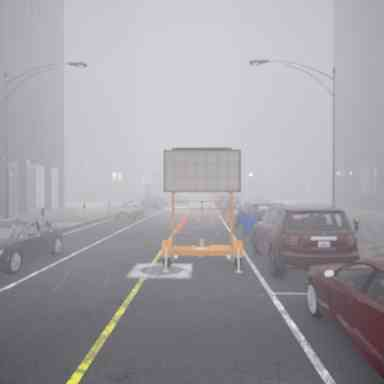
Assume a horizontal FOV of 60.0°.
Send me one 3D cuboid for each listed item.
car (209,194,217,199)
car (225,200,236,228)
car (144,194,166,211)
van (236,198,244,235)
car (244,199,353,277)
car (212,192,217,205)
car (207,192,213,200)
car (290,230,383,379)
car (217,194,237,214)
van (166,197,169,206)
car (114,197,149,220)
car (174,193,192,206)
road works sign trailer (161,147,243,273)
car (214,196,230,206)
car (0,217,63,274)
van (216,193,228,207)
[{"bbox_3d":[5.518,1.132,86.777,1.947,1.339,4.313,0,0,2],"label":"car"},{"bbox_3d":[3.422,1.436,20.974,2.008,1.369,4.403,0,0,2],"label":"car"},{"bbox_3d":[-4.580,1.117,37.826,2.192,1.841,5.009,0,0,2],"label":"car"},{"bbox_3d":[3.246,1.256,15.450,1.690,1.788,3.998,0,0,2],"label":"van"},{"bbox_3d":[3.071,1.259,9.928,2.192,1.841,5.009,0,0,2],"label":"car"},{"bbox_3d":[4.123,1.084,43.063,2.192,1.841,5.009,0,0,2],"label":"car"},{"bbox_3d":[5.337,0.905,81.135,2.192,1.841,5.009,0,0,2],"label":"car"},{"bbox_3d":[2.896,1.518,4.406,1.887,1.381,4.507,0,0,2],"label":"car"},{"bbox_3d":[3.773,1.267,32.019,1.967,1.590,4.097,0,0,2],"label":"car"},{"bbox_3d":[-4.402,1.115,43.348,1.690,1.788,3.998,0,0,2],"label":"van"},{"bbox_3d":[-4.939,1.387,26.613,1.752,1.417,4.829,0,0,2],"label":"car"},{"bbox_3d":[-1.526,1.239,48.368,2.128,1.511,4.902,0,0,2],"label":"car"},{"bbox_3d":[0.317,0.407,10.479,2.380,3.560,2.880,0,0,2],"label":"road works sign trailer"},{"bbox_3d":[4.299,1.291,48.587,2.008,1.369,4.403,0,0,2],"label":"car"},{"bbox_3d":[-5.466,1.500,10.217,2.008,1.369,4.403,0,0,2],"label":"car"},{"bbox_3d":[3.948,1.139,37.540,1.690,1.788,3.998,0,0,2],"label":"van"}]
